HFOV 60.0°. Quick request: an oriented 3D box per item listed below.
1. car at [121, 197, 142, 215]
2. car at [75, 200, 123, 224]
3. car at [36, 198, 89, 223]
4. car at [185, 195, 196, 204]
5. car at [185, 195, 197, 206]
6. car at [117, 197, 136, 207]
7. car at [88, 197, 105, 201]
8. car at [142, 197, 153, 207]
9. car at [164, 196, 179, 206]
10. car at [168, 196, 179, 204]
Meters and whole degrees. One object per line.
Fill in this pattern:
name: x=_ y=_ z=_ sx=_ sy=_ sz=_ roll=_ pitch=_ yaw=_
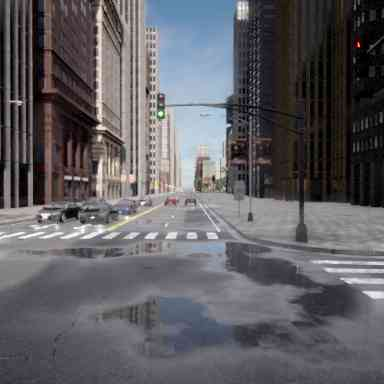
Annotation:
car: x=-6.723 y=1.509 z=33.605 sx=2.033 sy=1.411 sz=5.357 roll=0 pitch=0 yaw=0
car: x=-6.681 y=1.539 z=24.355 sx=1.994 sy=1.385 sz=4.181 roll=0 pitch=0 yaw=0
car: x=-9.890 y=1.464 z=25.104 sx=2.128 sy=1.511 sz=4.902 roll=0 pitch=0 yaw=3
car: x=-0.252 y=1.398 z=64.342 sx=2.128 sy=1.511 sz=4.902 roll=0 pitch=0 yaw=0
car: x=-0.212 y=1.434 z=53.924 sx=1.837 sy=1.490 sz=4.892 roll=0 pitch=0 yaw=0
car: x=-10.022 y=1.531 z=51.051 sx=1.895 sy=1.301 sz=4.718 roll=0 pitch=0 yaw=0
car: x=-9.978 y=1.312 z=33.979 sx=2.097 sy=1.767 sz=4.553 roll=0 pitch=0 yaw=0
car: x=-6.771 y=1.426 z=48.151 sx=2.128 sy=1.511 sz=4.902 roll=0 pitch=0 yaw=0
car: x=-3.464 y=1.452 z=54.294 sx=1.812 sy=1.442 sz=4.674 roll=0 pitch=0 yaw=0
car: x=-3.502 y=1.506 z=64.360 sx=1.895 sy=1.301 sz=4.718 roll=0 pitch=0 yaw=0
